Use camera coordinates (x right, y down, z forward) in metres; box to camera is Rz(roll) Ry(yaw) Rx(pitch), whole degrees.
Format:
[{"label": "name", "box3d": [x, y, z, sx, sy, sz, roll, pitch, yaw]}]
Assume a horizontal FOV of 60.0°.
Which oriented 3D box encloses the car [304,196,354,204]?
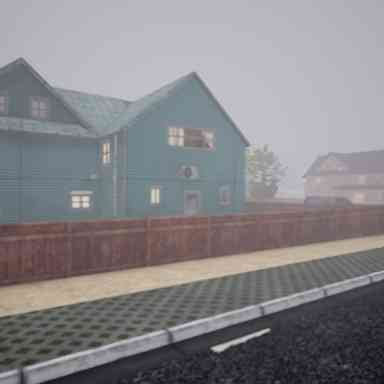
[{"label": "car", "box3d": [11.512, 1.356, 26.742, 2.150, 2.045, 5.566, 0, 0, -36]}]
